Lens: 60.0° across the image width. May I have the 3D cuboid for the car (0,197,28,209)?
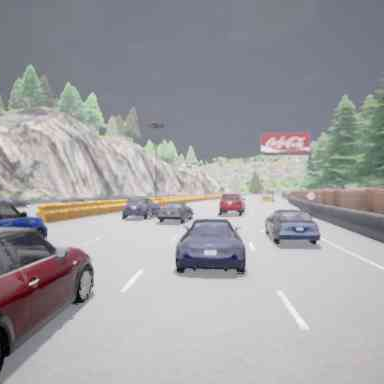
[{"bbox_3d":[-6.467,1.168,9.809,2.150,2.045,5.566,0,0,4],"label":"car"}]

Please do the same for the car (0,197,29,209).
[{"bbox_3d":[-22.840,1.355,41.936,1.994,1.385,4.181,0,0,13],"label":"car"}]

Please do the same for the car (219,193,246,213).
[{"bbox_3d":[3.975,1.151,32.619,2.150,2.045,5.566,0,0,12],"label":"car"}]

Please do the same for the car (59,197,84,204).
[{"bbox_3d":[-17.630,1.358,48.992,1.994,1.385,4.181,0,0,13],"label":"car"}]

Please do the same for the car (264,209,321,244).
[{"bbox_3d":[4.580,1.525,15.748,2.033,1.411,5.357,0,0,7],"label":"car"}]

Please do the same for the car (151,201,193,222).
[{"bbox_3d":[-1.147,1.476,24.957,2.033,1.411,5.357,0,0,10],"label":"car"}]

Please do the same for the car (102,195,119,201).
[{"bbox_3d":[-10.609,1.177,48.300,2.097,1.767,4.553,0,0,13],"label":"car"}]

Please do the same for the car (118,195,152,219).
[{"bbox_3d":[-4.111,1.260,27.888,2.097,1.767,4.553,0,0,10],"label":"car"}]

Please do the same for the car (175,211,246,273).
[{"bbox_3d":[0.624,1.538,10.648,1.994,1.385,4.181,0,0,4],"label":"car"}]

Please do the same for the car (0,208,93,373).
[{"bbox_3d":[-3.195,1.324,5.261,2.097,1.767,4.553,0,0,2],"label":"car"}]

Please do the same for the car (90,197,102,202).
[{"bbox_3d":[-13.738,1.371,50.292,1.994,1.385,4.181,0,0,13],"label":"car"}]
